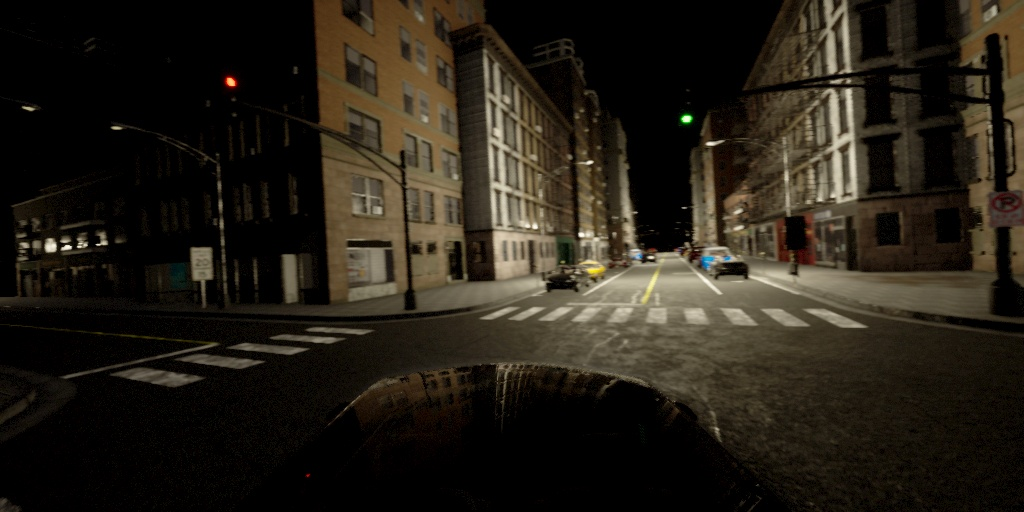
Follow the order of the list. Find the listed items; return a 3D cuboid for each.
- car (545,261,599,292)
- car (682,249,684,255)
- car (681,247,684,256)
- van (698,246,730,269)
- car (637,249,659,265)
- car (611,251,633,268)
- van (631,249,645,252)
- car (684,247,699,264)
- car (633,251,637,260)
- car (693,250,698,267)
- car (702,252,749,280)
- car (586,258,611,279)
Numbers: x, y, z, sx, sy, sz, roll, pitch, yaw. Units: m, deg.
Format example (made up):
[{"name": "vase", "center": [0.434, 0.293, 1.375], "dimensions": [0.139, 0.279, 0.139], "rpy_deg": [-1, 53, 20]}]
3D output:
[{"name": "car", "center": [3.104, 1.113, 19.246], "dimensions": [2.007, 1.370, 4.403], "rpy_deg": [0, 0, 24]}, {"name": "car", "center": [25.564, -0.171, 50.721], "dimensions": [2.007, 1.370, 4.403], "rpy_deg": [0, 0, 24]}, {"name": "car", "center": [27.791, -0.322, 55.831], "dimensions": [1.751, 1.417, 4.829], "rpy_deg": [0, 0, 24]}, {"name": "van", "center": [14.769, 0.248, 25.947], "dimensions": [1.690, 1.789, 3.998], "rpy_deg": [0, 0, 24]}, {"name": "car", "center": [17.361, 0.285, 45.467], "dimensions": [2.033, 1.411, 5.357], "rpy_deg": [-3, 0, 24]}, {"name": "car", "center": [11.716, 0.499, 39.075], "dimensions": [1.967, 1.591, 4.097], "rpy_deg": [0, 0, 24]}, {"name": "van", "center": [20.328, -0.101, 58.904], "dimensions": [1.690, 1.789, 3.998], "rpy_deg": [0, 0, 24]}, {"name": "car", "center": [21.246, -0.155, 40.811], "dimensions": [2.192, 1.841, 5.009], "rpy_deg": [0, 0, 24]}, {"name": "car", "center": [13.801, 0.460, 43.877], "dimensions": [1.751, 1.417, 4.829], "rpy_deg": [0, 0, 24]}, {"name": "car", "center": [16.928, 0.364, 30.902], "dimensions": [1.802, 1.307, 4.207], "rpy_deg": [0, 0, 24]}, {"name": "car", "center": [12.610, 0.584, 20.992], "dimensions": [2.007, 1.370, 4.403], "rpy_deg": [0, 0, 24]}, {"name": "car", "center": [5.189, 0.962, 24.047], "dimensions": [1.751, 1.417, 4.829], "rpy_deg": [0, 0, 24]}]
